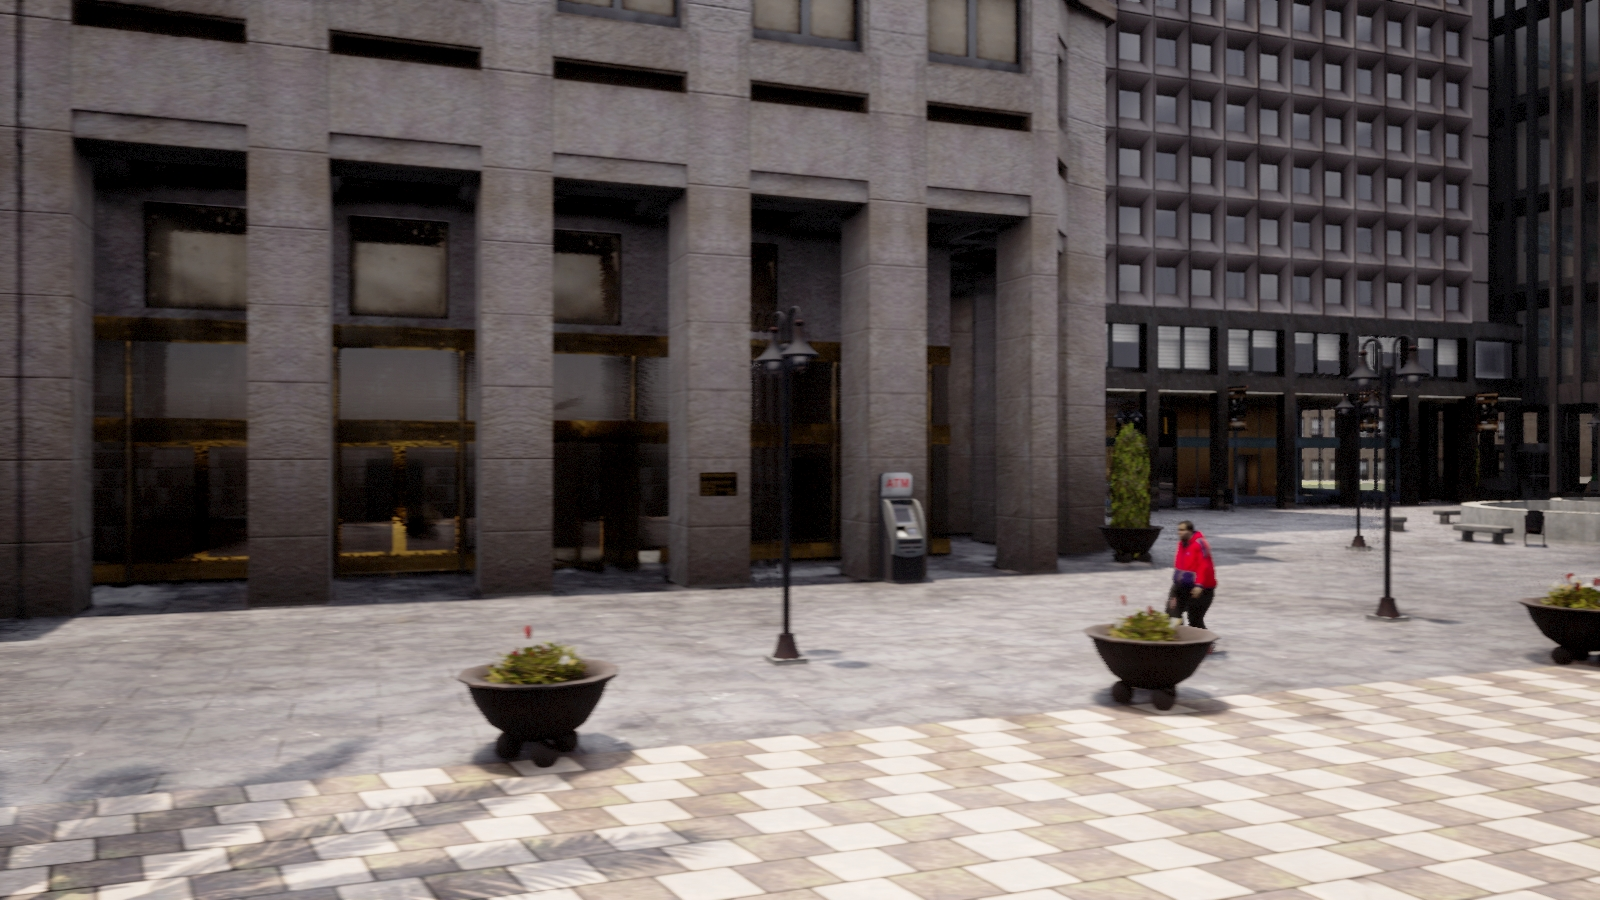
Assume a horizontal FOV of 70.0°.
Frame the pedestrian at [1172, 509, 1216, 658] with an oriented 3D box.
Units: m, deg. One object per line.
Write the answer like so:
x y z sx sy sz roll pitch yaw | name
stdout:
5.067 1.707 14.703 0.375 1.860 0.375 0 0 -23 | pedestrian
